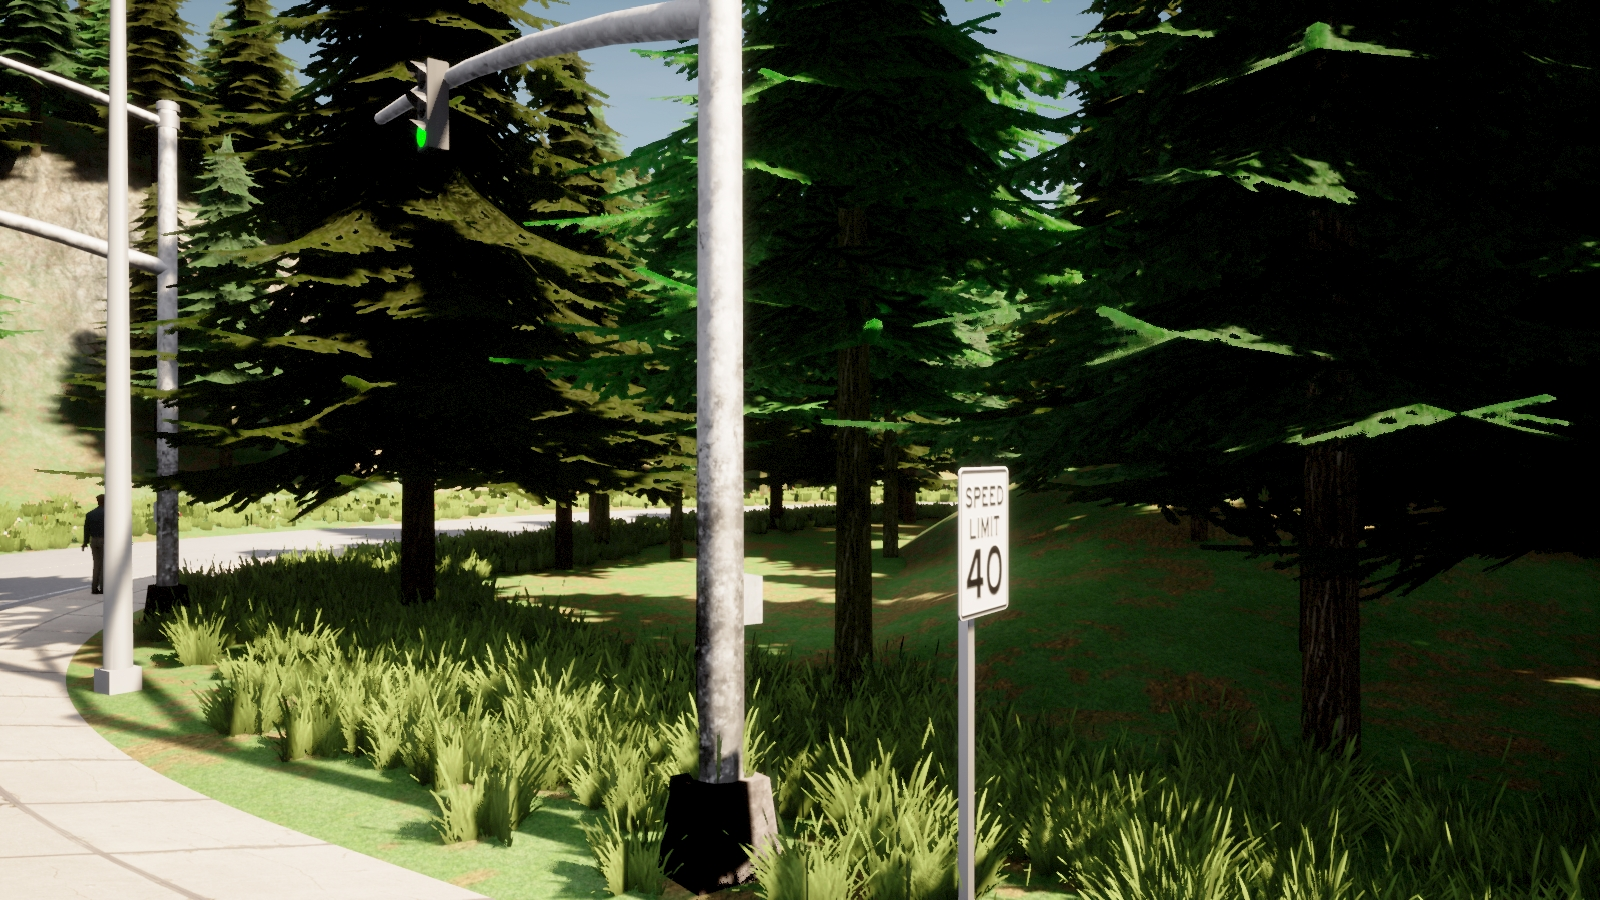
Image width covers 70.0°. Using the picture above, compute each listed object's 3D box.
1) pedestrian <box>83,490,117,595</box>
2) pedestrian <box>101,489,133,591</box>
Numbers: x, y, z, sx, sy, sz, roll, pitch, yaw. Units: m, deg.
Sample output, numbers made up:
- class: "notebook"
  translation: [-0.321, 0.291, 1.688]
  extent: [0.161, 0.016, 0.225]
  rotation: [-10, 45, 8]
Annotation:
- class: "pedestrian"
  translation: [-12.659, 1.668, 20.671]
  extent: [0.375, 1.860, 0.375]
  rotation: [0, 0, 2]
- class: "pedestrian"
  translation: [-12.716, 1.668, 21.272]
  extent: [0.375, 1.860, 0.375]
  rotation: [0, 0, 0]
